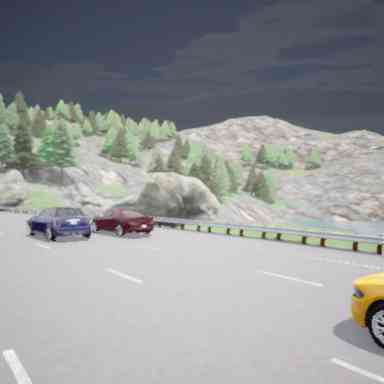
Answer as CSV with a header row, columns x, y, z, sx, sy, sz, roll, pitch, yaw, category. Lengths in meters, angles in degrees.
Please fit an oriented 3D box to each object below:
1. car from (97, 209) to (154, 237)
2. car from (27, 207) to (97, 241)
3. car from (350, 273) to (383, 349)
x,y,z,sx,sy,sz,roll,pitch,yaw,category
-4.301,1.750,20.070,1.882,1.535,5.008,1,-1,-43,car
-7.372,1.574,18.220,2.097,1.767,4.553,1,-1,-43,car
4.600,1.578,4.104,1.882,1.535,5.008,1,-1,-37,car
